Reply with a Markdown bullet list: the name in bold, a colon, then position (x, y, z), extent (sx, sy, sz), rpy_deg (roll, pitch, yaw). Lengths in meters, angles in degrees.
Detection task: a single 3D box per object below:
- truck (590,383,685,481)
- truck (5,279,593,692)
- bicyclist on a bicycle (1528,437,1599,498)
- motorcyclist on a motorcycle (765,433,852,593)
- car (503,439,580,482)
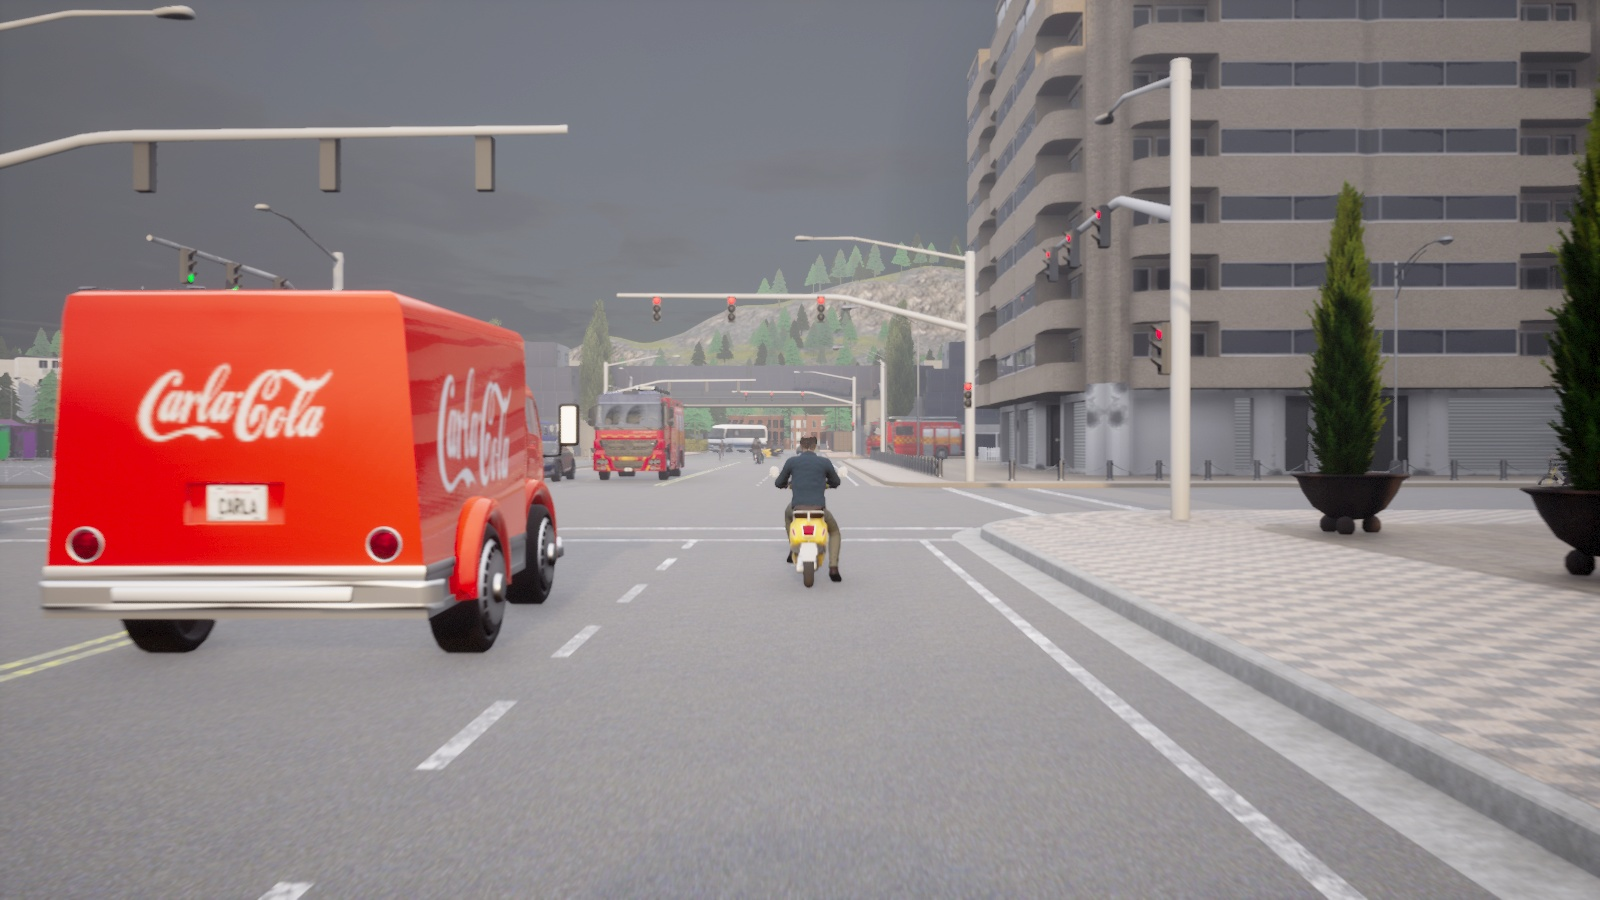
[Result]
- **truck**: position (-6.683, -0.722, 52.911), extent (2.891, 3.827, 8.468), rpy_deg (0, 0, 0)
- **truck**: position (-3.427, 0.200, 10.115), extent (2.627, 2.467, 5.204), rpy_deg (0, 0, 0)
- **bicyclist on a bicycle**: position (20.426, 0.455, 33.517), extent (1.509, 1.612, 0.866), rpy_deg (0, 0, 1)
- **motorcyclist on a motorcycle**: position (0.092, 0.624, 13.435), extent (0.866, 1.590, 1.817), rpy_deg (0, 0, 0)
- **car**: position (-10.201, 0.387, 49.912), extent (2.033, 1.649, 4.856), rpy_deg (0, 0, 0)
